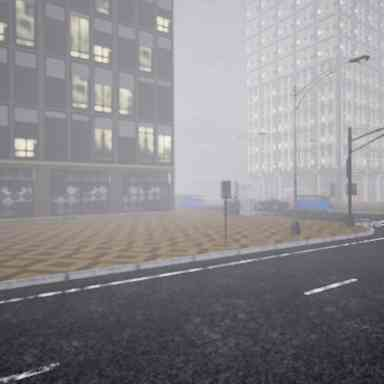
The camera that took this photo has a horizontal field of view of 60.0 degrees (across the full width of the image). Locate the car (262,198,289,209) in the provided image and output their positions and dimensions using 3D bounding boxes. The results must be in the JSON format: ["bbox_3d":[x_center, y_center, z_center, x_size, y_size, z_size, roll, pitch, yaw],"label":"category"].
[{"bbox_3d":[10.052,1.395,41.370,1.887,1.381,4.507,0,0,-34],"label":"car"}]

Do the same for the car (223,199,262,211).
[{"bbox_3d":[5.474,1.460,37.759,1.994,1.385,4.181,-1,1,-34],"label":"car"}]

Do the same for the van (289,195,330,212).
[{"bbox_3d":[13.231,1.217,36.833,1.690,1.788,3.998,0,0,-34],"label":"van"}]

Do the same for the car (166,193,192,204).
[{"bbox_3d":[-2.384,1.060,59.703,2.192,1.841,5.009,0,0,-34],"label":"car"}]

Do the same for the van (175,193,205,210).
[{"bbox_3d":[-0.010,1.228,41.244,1.690,1.788,3.998,0,0,-34],"label":"van"}]
